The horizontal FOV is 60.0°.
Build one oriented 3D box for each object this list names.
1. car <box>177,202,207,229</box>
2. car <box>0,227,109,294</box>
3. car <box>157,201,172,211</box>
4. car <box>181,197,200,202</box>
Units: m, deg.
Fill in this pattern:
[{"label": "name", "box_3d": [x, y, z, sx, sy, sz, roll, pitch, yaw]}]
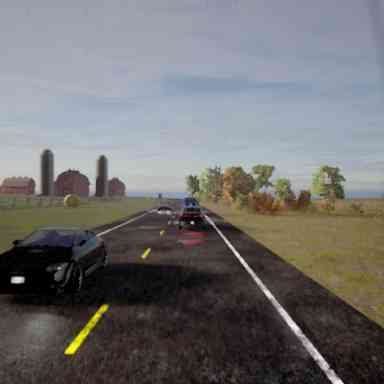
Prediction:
[{"label": "car", "box_3d": [-0.004, 1.749, 23.728, 1.837, 1.490, 4.892, 0, 0, 0]}, {"label": "car", "box_3d": [-3.608, 1.656, 8.882, 1.994, 1.385, 4.181, 0, -1, 0]}, {"label": "car", "box_3d": [-3.979, 2.057, 48.827, 2.033, 1.411, 5.357, 0, -1, -1]}, {"label": "car", "box_3d": [-0.201, 1.654, 41.727, 2.150, 2.045, 5.566, 0, -1, -1]}]
